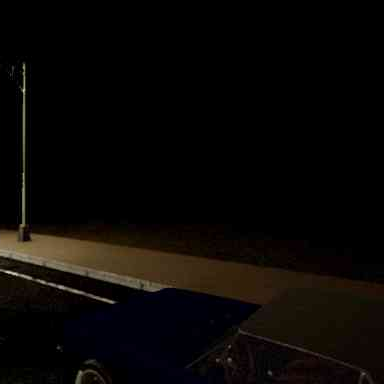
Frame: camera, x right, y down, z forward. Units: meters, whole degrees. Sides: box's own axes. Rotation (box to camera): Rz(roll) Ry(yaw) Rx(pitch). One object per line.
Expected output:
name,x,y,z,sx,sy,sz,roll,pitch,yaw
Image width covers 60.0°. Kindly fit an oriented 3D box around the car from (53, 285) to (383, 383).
car,0.852,1.596,2.955,4.718,1.301,1.895,0,0,36
